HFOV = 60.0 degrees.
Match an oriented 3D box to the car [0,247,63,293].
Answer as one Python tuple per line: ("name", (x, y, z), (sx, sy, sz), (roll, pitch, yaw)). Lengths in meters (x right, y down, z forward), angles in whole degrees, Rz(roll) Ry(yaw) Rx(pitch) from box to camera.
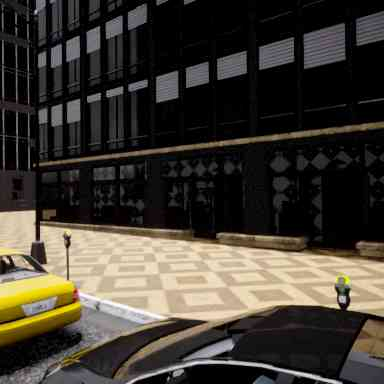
("car", (-3.951, 1.527, 5.874), (4.829, 1.417, 1.752), (0, -1, 36))

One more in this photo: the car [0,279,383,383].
("car", (0.683, 1.566, 2.359), (4.313, 1.339, 1.947), (0, -1, 36))
